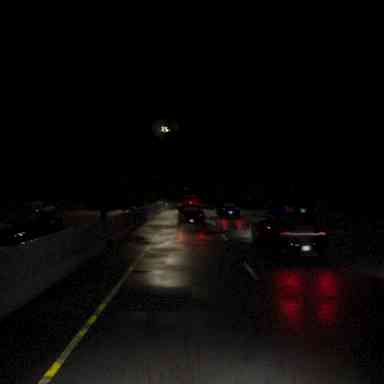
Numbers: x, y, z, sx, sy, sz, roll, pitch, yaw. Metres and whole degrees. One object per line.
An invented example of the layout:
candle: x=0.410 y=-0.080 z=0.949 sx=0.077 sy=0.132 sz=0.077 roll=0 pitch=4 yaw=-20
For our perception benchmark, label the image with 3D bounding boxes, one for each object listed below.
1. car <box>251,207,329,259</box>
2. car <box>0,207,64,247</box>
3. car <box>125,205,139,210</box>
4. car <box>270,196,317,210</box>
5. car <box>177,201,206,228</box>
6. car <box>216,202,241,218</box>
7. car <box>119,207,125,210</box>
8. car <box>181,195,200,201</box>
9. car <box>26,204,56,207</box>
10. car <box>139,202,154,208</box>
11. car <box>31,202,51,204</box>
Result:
car: x=3.522 y=1.531 z=12.715 sx=2.128 sy=1.511 sz=4.902 roll=0 pitch=0 yaw=0
car: x=-7.181 y=1.587 z=14.591 sx=1.812 sy=1.442 sz=4.674 roll=0 pitch=0 yaw=0
car: x=-10.889 y=3.164 z=63.469 sx=1.895 sy=1.301 sz=4.718 roll=0 pitch=-6 yaw=0
car: x=6.964 y=1.293 z=23.514 sx=2.150 sy=2.045 sz=5.566 roll=0 pitch=0 yaw=0
car: x=-0.044 y=1.605 z=22.993 sx=1.812 sy=1.442 sz=4.674 roll=0 pitch=0 yaw=-1
car: x=3.416 y=1.630 z=31.567 sx=1.812 sy=1.442 sz=4.674 roll=0 pitch=0 yaw=0
car: x=-14.426 y=3.925 z=71.526 sx=1.837 sy=1.490 sz=4.892 roll=0 pitch=-6 yaw=0
car: x=-0.145 y=1.402 z=41.420 sx=2.150 sy=2.045 sz=5.566 roll=0 pitch=-1 yaw=0
car: x=-10.725 y=1.693 z=21.836 sx=1.895 sy=1.301 sz=4.718 roll=0 pitch=0 yaw=0
car: x=-7.391 y=2.486 z=57.545 sx=1.882 sy=1.535 sz=5.008 roll=0 pitch=-5 yaw=0
car: x=-14.278 y=1.655 z=31.136 sx=1.812 sy=1.442 sz=4.674 roll=0 pitch=0 yaw=0
